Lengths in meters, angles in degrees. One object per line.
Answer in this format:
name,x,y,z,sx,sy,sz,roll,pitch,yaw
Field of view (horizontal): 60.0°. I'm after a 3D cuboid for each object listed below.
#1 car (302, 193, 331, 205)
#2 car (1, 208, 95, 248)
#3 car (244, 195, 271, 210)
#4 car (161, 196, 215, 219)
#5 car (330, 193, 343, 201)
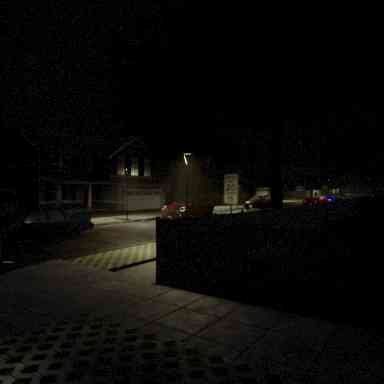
car,15.225,1.135,40.992,1.895,1.301,4.718,1,2,36
car,-6.926,1.429,14.699,2.033,1.411,5.357,1,1,35
car,7.170,1.102,34.604,2.128,1.511,4.902,1,1,36
car,-0.208,1.111,24.190,2.097,1.767,4.553,1,1,35
car,20.843,0.911,49.024,1.812,1.442,4.674,1,2,35
